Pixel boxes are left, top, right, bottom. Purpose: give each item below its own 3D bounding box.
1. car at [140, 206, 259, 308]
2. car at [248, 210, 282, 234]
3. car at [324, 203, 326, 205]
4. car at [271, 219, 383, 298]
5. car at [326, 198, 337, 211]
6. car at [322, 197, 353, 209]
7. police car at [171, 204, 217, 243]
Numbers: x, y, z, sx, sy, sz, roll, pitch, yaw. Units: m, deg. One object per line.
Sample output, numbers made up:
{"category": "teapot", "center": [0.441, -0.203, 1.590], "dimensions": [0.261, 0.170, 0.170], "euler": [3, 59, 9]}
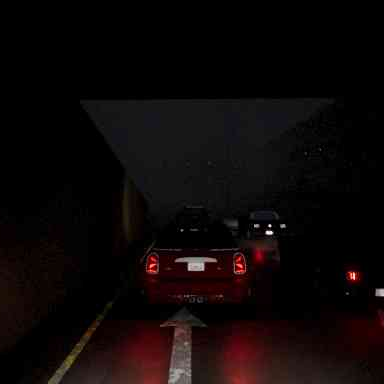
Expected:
{"category": "car", "center": [0.079, 1.352, 8.055], "dimensions": [2.097, 1.767, 4.553], "euler": [0, 0, 0]}
{"category": "car", "center": [3.591, 1.601, 17.628], "dimensions": [1.895, 1.301, 4.718], "euler": [0, 0, 0]}
{"category": "car", "center": [17.516, 1.453, 39.950], "dimensions": [2.038, 1.542, 4.974], "euler": [0, 0, 45]}
{"category": "car", "center": [3.603, 1.601, 8.471], "dimensions": [1.895, 1.301, 4.718], "euler": [0, 0, 0]}
{"category": "car", "center": [17.414, 1.453, 35.343], "dimensions": [2.038, 1.542, 4.974], "euler": [0, 0, -35]}
{"category": "car", "center": [17.553, 1.295, 39.987], "dimensions": [1.853, 1.218, 4.536], "euler": [0, 0, 45]}
{"category": "police car", "center": [0.087, 1.504, 17.180], "dimensions": [2.038, 1.542, 4.974], "euler": [0, 0, 0]}
